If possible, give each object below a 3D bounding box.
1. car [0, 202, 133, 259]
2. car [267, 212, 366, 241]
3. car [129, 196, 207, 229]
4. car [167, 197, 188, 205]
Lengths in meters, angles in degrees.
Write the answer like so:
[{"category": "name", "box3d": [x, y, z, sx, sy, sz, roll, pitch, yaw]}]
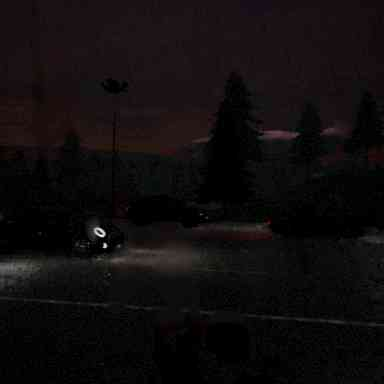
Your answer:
[{"category": "car", "box3d": [-4.851, 1.347, 12.371, 4.553, 1.767, 2.097, 1, 0, 10]}, {"category": "car", "box3d": [6.432, 1.757, 17.574, 4.718, 1.301, 1.895, 1, 0, 10]}, {"category": "car", "box3d": [-1.757, 1.300, 22.498, 5.566, 2.045, 2.150, 1, 0, 10]}, {"category": "car", "box3d": [-3.046, 1.839, 68.828, 4.181, 1.385, 1.994, 0, 0, 42]}]
